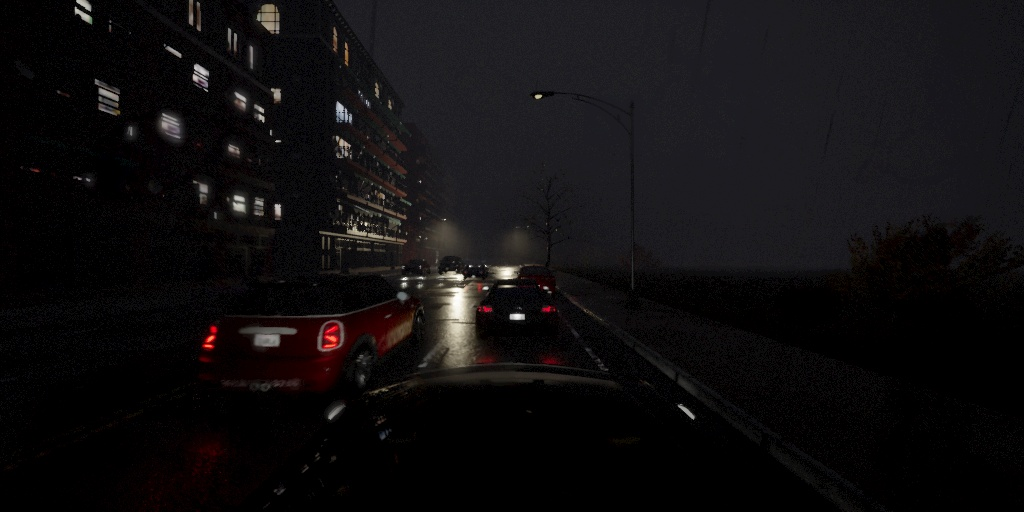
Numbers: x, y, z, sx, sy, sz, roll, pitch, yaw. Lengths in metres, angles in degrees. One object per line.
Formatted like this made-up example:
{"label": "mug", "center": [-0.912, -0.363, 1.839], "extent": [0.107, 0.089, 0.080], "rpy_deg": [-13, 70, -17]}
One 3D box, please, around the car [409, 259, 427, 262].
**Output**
{"label": "car", "center": [-9.808, 1.103, 36.841], "extent": [2.097, 1.767, 4.553], "rpy_deg": [0, 0, 0]}

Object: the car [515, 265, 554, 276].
{"label": "car", "center": [1.158, 1.230, 18.862], "extent": [1.882, 1.535, 5.008], "rpy_deg": [0, 0, 0]}

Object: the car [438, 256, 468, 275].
{"label": "car", "center": [-6.556, 0.973, 39.104], "extent": [2.150, 2.045, 5.566], "rpy_deg": [0, 0, 0]}

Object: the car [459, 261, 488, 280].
{"label": "car", "center": [-3.109, 1.353, 31.306], "extent": [1.895, 1.301, 4.718], "rpy_deg": [0, 0, 0]}

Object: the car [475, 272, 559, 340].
{"label": "car", "center": [0.111, 1.315, 9.942], "extent": [1.994, 1.385, 4.181], "rpy_deg": [0, 0, 0]}

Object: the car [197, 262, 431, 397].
{"label": "car", "center": [-3.146, 1.104, 6.745], "extent": [2.097, 1.767, 4.553], "rpy_deg": [0, 0, 0]}
